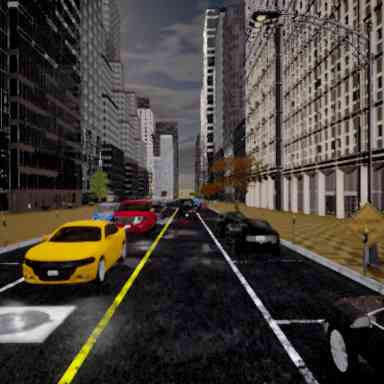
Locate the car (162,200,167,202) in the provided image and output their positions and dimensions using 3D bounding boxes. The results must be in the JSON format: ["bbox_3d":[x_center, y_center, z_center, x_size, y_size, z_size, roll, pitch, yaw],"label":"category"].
[{"bbox_3d":[-6.985,2.588,70.173,1.887,1.381,4.507,-1,-1,-1],"label":"car"}]

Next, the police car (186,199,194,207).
[{"bbox_3d":[-0.555,2.574,79.407,1.930,1.638,5.238,0,-1,-1],"label":"police car"}]

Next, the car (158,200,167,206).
[{"bbox_3d":[-7.195,2.767,81.421,2.008,1.369,4.403,-1,-1,-1],"label":"car"}]

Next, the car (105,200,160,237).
[{"bbox_3d":[-3.452,1.522,20.550,2.150,2.045,5.566,0,-1,0],"label":"car"}]

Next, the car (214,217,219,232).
[{"bbox_3d":[2.336,1.824,19.719,1.947,1.339,4.313,-1,-1,-1],"label":"car"}]

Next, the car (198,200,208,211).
[{"bbox_3d":[1.708,2.328,53.460,1.802,1.307,4.206,-1,-1,-1],"label":"car"}]

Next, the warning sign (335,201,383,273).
[{"bbox_3d":[4.931,1.217,9.368,1.300,1.860,1.060,1,0,-1],"label":"warning sign"}]

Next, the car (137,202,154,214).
[{"bbox_3d":[-6.564,2.228,47.511,1.752,1.417,4.829,-1,-1,-1],"label":"car"}]

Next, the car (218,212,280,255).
[{"bbox_3d":[2.441,1.746,14.095,1.947,1.339,4.313,-1,-1,-1],"label":"car"}]

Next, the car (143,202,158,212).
[{"bbox_3d":[-6.671,2.334,53.304,1.887,1.381,4.507,-1,-1,-1],"label":"car"}]

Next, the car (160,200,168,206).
[{"bbox_3d":[-7.300,2.854,87.044,2.008,1.369,4.403,-1,-1,-1],"label":"car"}]

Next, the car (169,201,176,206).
[{"bbox_3d":[-4.298,2.557,70.968,1.994,1.385,4.181,0,-1,-1],"label":"car"}]

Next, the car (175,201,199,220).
[{"bbox_3d":[-0.507,1.978,33.854,1.837,1.490,4.892,0,-1,-1],"label":"car"}]

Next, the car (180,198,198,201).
[{"bbox_3d":[-0.725,1.865,45.408,2.150,2.045,5.566,0,0,-1],"label":"car"}]

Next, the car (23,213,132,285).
[{"bbox_3d":[-3.266,1.635,10.183,1.882,1.535,5.008,0,-1,-1],"label":"car"}]

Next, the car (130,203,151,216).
[{"bbox_3d":[-6.462,2.174,42.056,2.008,1.369,4.403,-1,-1,-1],"label":"car"}]

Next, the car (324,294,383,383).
[{"bbox_3d":[2.650,1.577,2.848,2.008,1.369,4.403,-1,-1,-1],"label":"car"}]

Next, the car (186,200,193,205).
[{"bbox_3d":[-0.738,2.807,89.293,1.837,1.490,4.892,0,-1,-1],"label":"car"}]

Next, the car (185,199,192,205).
[{"bbox_3d":[-0.990,2.877,95.326,1.882,1.535,5.008,-1,-1,2],"label":"car"}]

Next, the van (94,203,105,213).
[{"bbox_3d":[-6.152,1.722,25.189,1.690,1.788,3.998,-1,-1,-1],"label":"van"}]

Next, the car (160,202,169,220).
[{"bbox_3d":[-3.617,1.986,33.106,1.837,1.490,4.892,0,-1,-1],"label":"car"}]
